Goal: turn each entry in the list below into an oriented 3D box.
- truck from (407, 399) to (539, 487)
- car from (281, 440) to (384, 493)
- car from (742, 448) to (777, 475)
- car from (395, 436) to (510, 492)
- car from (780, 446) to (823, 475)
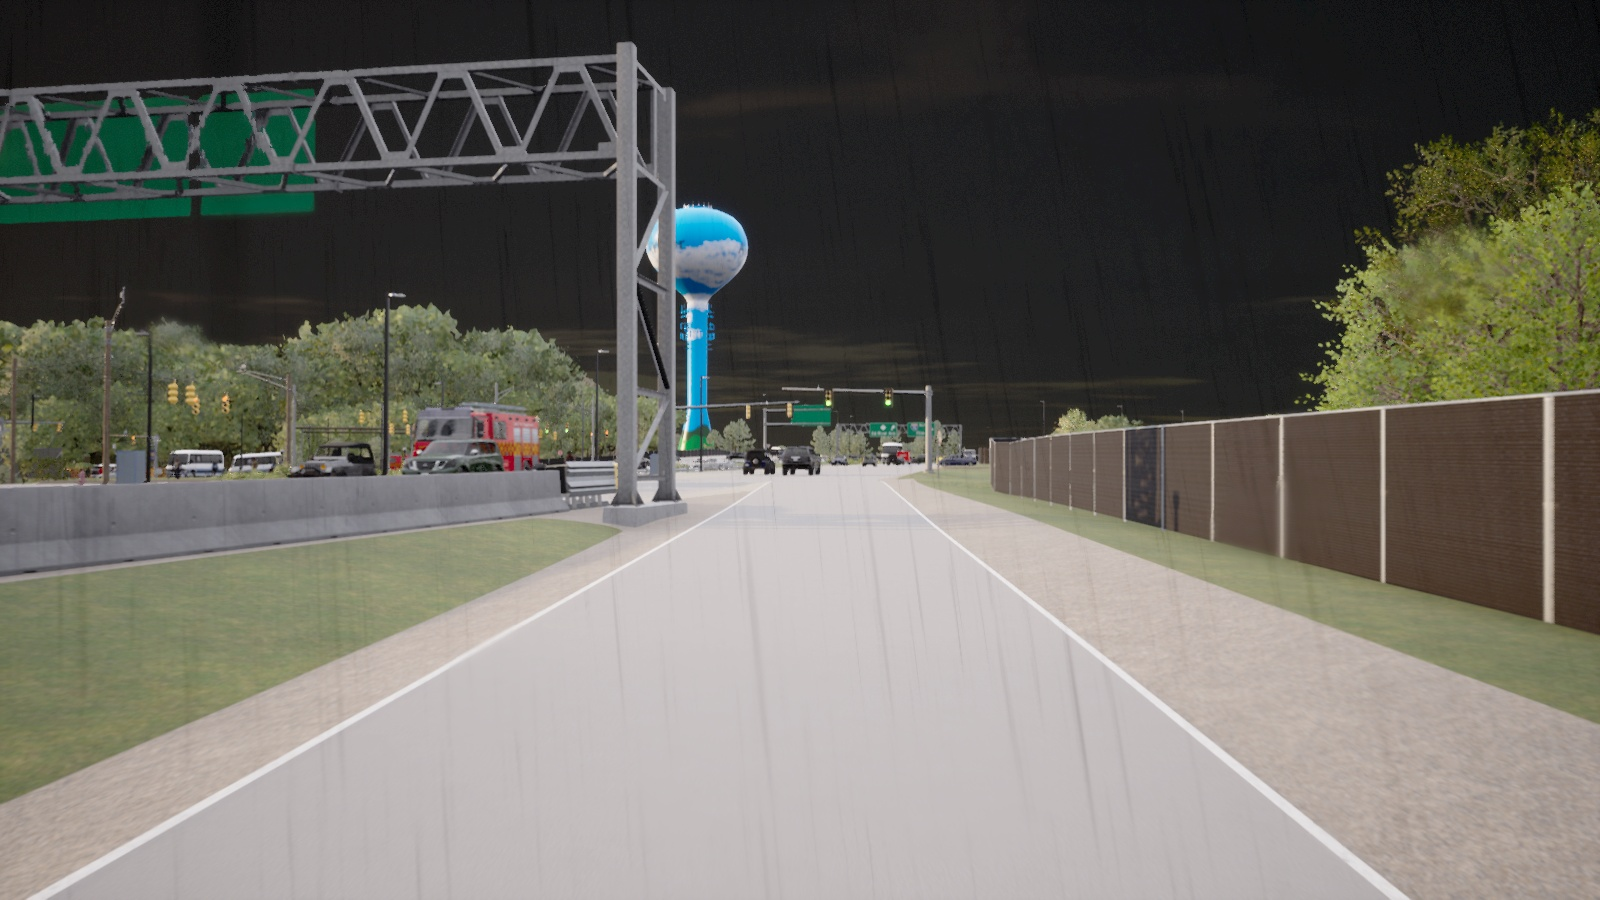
[{"bbox_3d":[-15.200,-0.294,59.172,2.891,3.827,8.468,0,0,9],"label":"truck"},{"bbox_3d":[-17.205,0.596,46.437,1.905,1.878,3.866,0,0,9],"label":"car"},{"bbox_3d":[-2.948,0.836,91.919,1.905,1.878,3.866,0,0,9],"label":"car"},{"bbox_3d":[-13.325,0.525,48.573,2.150,2.045,5.566,0,0,9],"label":"car"},{"bbox_3d":[0.147,0.736,89.075,2.150,2.045,5.566,0,0,9],"label":"car"}]
